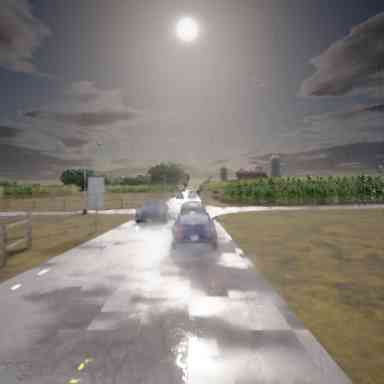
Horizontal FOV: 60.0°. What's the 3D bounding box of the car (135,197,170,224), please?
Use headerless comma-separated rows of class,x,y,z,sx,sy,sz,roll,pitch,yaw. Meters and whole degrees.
car,-2.728,1.282,23.909,2.097,1.767,4.553,0,0,1

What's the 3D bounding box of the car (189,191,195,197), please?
car,-0.003,0.547,95.332,1.812,1.442,4.674,0,1,0

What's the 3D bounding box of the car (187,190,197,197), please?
car,-0.002,0.567,84.941,2.150,2.045,5.566,0,1,0

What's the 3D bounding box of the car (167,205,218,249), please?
car,0.085,1.484,14.298,1.812,1.442,4.674,0,0,0

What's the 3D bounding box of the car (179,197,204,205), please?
car,0.113,1.407,24.451,1.882,1.535,5.008,0,0,1

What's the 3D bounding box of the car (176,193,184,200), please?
car,-2.752,0.968,76.435,1.837,1.490,4.892,0,1,0
